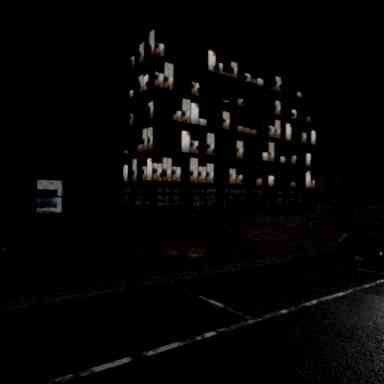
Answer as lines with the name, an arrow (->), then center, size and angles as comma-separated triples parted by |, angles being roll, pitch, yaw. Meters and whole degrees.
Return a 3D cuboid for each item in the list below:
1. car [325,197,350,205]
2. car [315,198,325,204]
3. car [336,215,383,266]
car -> 34.014, 1.996, 76.552 | 2.192, 1.841, 5.009 | 1, -1, -35
car -> 30.824, 2.148, 81.095 | 1.967, 1.590, 4.097 | 1, -1, -35
car -> 6.724, 1.519, 11.309 | 4.097, 1.590, 1.967 | 0, 1, -35
